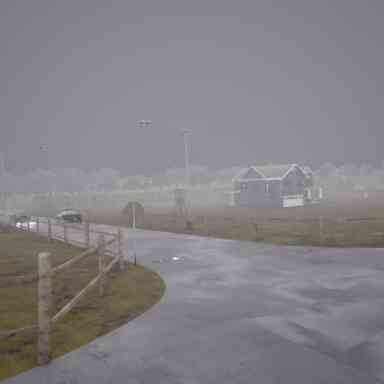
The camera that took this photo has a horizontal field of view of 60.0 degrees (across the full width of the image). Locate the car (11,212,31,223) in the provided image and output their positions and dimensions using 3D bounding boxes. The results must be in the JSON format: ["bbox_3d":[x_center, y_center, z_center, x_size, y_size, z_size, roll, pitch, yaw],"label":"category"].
[{"bbox_3d":[-23.791,3.480,46.252,1.895,1.301,4.718,-2,-1,-36],"label":"car"}]

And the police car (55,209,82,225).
[{"bbox_3d":[-13.828,2.737,36.991,1.930,1.638,5.238,-2,-1,-36],"label":"police car"}]
